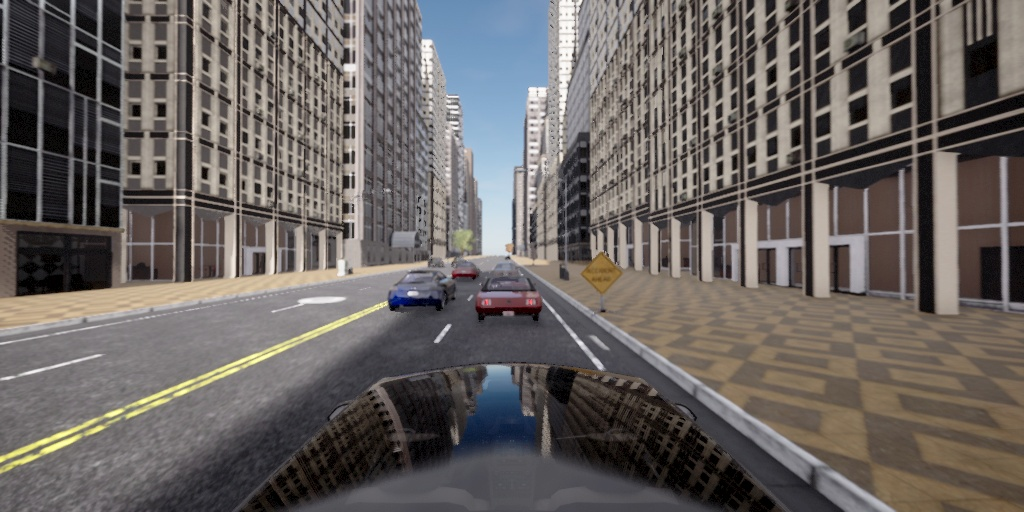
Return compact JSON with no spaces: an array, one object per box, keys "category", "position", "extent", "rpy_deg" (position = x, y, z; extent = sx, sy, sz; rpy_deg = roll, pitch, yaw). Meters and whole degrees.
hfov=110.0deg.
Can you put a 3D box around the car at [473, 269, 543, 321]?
[{"category":"car","position":[-0.118,1.284,12.048],"extent":[1.895,1.301,4.718],"rpy_deg":[0,0,-1]}]

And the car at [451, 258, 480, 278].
[{"category":"car","position":[-3.727,1.143,29.497],"extent":[1.994,1.385,4.181],"rpy_deg":[0,0,-1]}]

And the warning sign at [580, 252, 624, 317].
[{"category":"warning sign","position":[2.704,0.804,10.729],"extent":[1.300,1.860,1.060],"rpy_deg":[0,0,-1]}]

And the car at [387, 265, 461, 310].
[{"category":"car","position":[-3.402,1.237,14.234],"extent":[1.994,1.385,4.181],"rpy_deg":[0,0,-1]}]

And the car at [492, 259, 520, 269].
[{"category":"car","position":[-0.415,1.149,25.288],"extent":[2.033,1.411,5.357],"rpy_deg":[0,0,-1]}]

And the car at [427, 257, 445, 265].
[{"category":"car","position":[-10.843,0.959,51.258],"extent":[1.837,1.490,4.892],"rpy_deg":[0,0,-1]}]

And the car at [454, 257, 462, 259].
[{"category":"car","position":[-7.595,0.955,51.334],"extent":[1.837,1.490,4.892],"rpy_deg":[0,0,-1]}]
